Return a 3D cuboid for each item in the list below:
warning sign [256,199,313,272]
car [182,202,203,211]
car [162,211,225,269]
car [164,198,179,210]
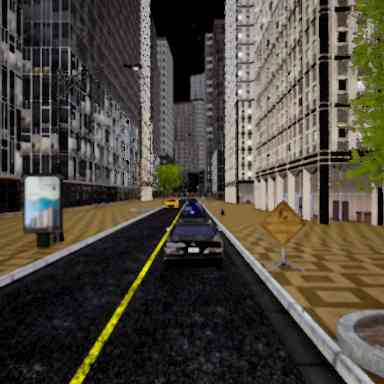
[{"bbox_3d":[2.512,1.149,9.212,1.300,1.860,1.060,0,0,0],"label":"warning sign"},{"bbox_3d":[0.064,1.648,32.157,1.812,1.442,4.674,0,0,0],"label":"car"},{"bbox_3d":[0.059,1.589,11.306,2.033,1.411,5.357,0,0,0],"label":"car"},{"bbox_3d":[-2.872,1.665,47.664,1.882,1.535,5.008,0,0,0],"label":"car"}]
